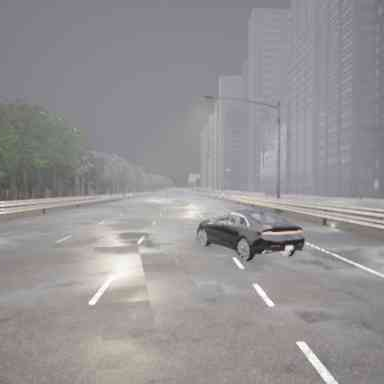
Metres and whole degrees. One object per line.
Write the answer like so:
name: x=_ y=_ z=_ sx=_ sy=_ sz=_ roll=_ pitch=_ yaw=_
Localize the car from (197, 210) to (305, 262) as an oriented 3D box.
car: x=1.845 y=1.393 z=11.953 sx=2.128 sy=1.511 sz=4.902 roll=0 pitch=1 yaw=-25
